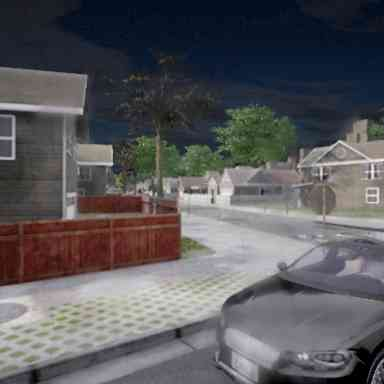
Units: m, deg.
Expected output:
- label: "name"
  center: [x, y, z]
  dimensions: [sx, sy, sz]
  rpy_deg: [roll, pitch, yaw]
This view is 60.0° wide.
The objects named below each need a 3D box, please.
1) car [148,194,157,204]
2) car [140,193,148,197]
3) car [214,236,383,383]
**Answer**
- label: "car"
  center: [-5.880, 1.363, 58.185]
  dimensions: [2.033, 1.411, 5.357]
  rpy_deg: [0, 0, -15]
- label: "car"
  center: [-12.396, 1.254, 92.267]
  dimensions: [2.033, 1.411, 5.357]
  rpy_deg: [0, 0, -15]
- label: "car"
  center: [2.519, 1.458, 4.733]
  dimensions: [4.902, 1.511, 2.128]
  rpy_deg: [-1, 0, -35]
